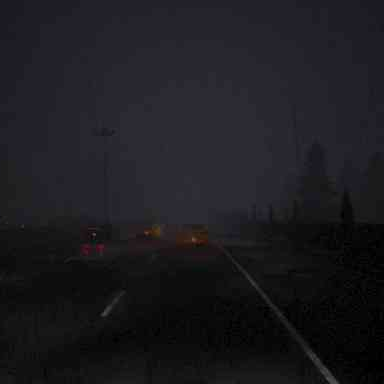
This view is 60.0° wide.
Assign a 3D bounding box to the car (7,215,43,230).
[{"bbox_3d":[-21.096,3.883,42.319,2.150,2.045,5.566,0,-4,0],"label":"car"}]

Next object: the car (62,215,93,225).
[{"bbox_3d":[-14.101,3.899,42.560,2.150,2.045,5.566,0,-4,0],"label":"car"}]

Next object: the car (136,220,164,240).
[{"bbox_3d":[-3.413,3.069,27.460,1.882,1.535,5.008,0,-4,0],"label":"car"}]

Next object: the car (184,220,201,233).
[{"bbox_3d":[0.082,4.052,39.431,1.895,1.301,4.718,0,-4,0],"label":"car"}]

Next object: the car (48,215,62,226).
[{"bbox_3d":[-17.588,4.102,45.365,2.150,2.045,5.566,0,-5,0],"label":"car"}]

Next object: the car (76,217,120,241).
[{"bbox_3d":[-6.912,2.977,25.967,2.128,1.511,4.902,0,-4,0],"label":"car"}]

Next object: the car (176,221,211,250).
[{"bbox_3d":[0.090,2.521,19.822,1.882,1.535,5.008,0,-4,0],"label":"car"}]
